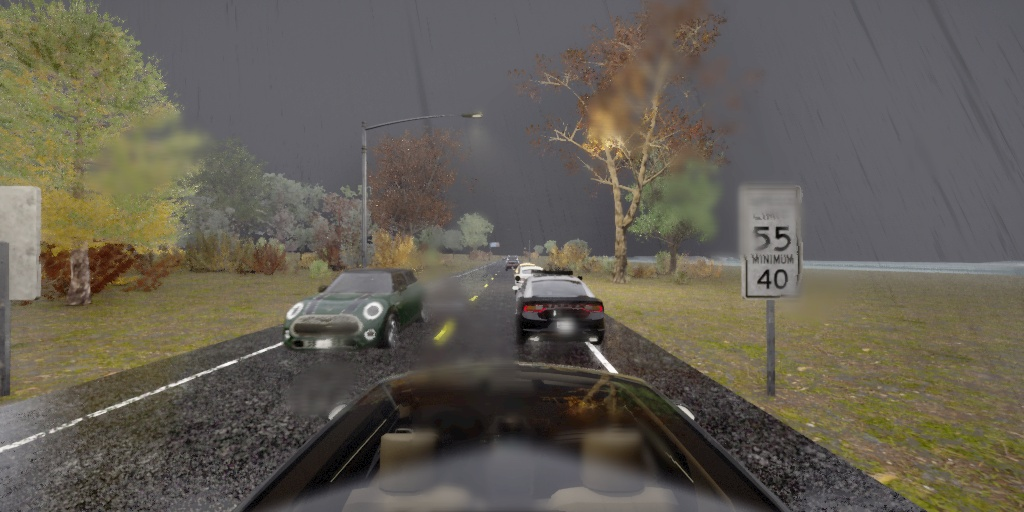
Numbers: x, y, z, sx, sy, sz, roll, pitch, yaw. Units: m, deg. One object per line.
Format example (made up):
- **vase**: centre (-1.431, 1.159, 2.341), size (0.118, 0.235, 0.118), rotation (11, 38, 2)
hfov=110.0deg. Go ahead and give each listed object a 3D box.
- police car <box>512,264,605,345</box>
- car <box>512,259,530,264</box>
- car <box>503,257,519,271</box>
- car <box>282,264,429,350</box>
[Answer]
- **police car**: centre (1.048, 1.175, 9.646), size (1.930, 1.638, 5.238), rotation (0, 0, 0)
- **car**: centre (1.068, 1.204, 25.720), size (1.801, 1.575, 5.366), rotation (0, 0, 0)
- **car**: centre (0.096, 1.247, 48.799), size (1.837, 1.490, 4.892), rotation (0, 0, 1)
- **car**: centre (-3.601, 1.102, 9.132), size (2.097, 1.767, 4.553), rotation (0, 0, 0)
